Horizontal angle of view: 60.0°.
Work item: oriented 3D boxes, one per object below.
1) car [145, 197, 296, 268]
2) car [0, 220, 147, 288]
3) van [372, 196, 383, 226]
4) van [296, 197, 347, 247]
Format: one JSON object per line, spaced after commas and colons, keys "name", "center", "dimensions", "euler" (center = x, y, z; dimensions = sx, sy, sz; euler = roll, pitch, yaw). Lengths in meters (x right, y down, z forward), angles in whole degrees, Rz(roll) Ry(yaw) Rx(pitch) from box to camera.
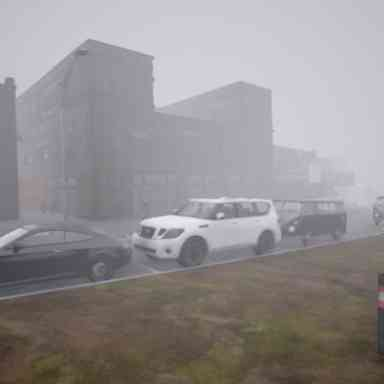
{"name": "car", "center": [0.762, 1.196, 11.335], "dimensions": [5.566, 2.045, 2.435], "euler": [2, 0, -40]}
{"name": "car", "center": [-3.728, 1.479, 8.051], "dimensions": [4.674, 1.452, 2.002], "euler": [1, 0, -36]}
{"name": "van", "center": [13.486, 1.258, 22.125], "dimensions": [1.878, 1.987, 4.442], "euler": [2, 0, 45]}
{"name": "van", "center": [5.086, 1.227, 14.739], "dimensions": [4.442, 1.987, 1.878], "euler": [2, 0, -41]}
